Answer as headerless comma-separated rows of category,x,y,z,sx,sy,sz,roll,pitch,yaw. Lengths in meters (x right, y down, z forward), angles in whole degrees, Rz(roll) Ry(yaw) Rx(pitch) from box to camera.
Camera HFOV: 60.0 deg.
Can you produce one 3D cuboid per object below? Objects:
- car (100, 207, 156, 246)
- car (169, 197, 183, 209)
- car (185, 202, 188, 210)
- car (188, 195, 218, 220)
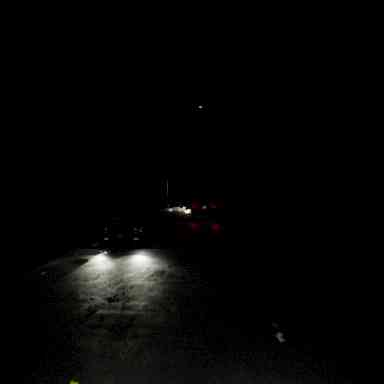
car,-2.845,1.490,15.628,1.882,1.535,5.008,0,0,0
car,-2.776,1.860,58.054,2.150,2.045,5.566,0,-1,1
car,0.030,1.908,48.150,1.812,1.442,4.674,0,-1,0
car,0.972,1.297,28.538,2.150,2.045,5.566,0,-1,0
